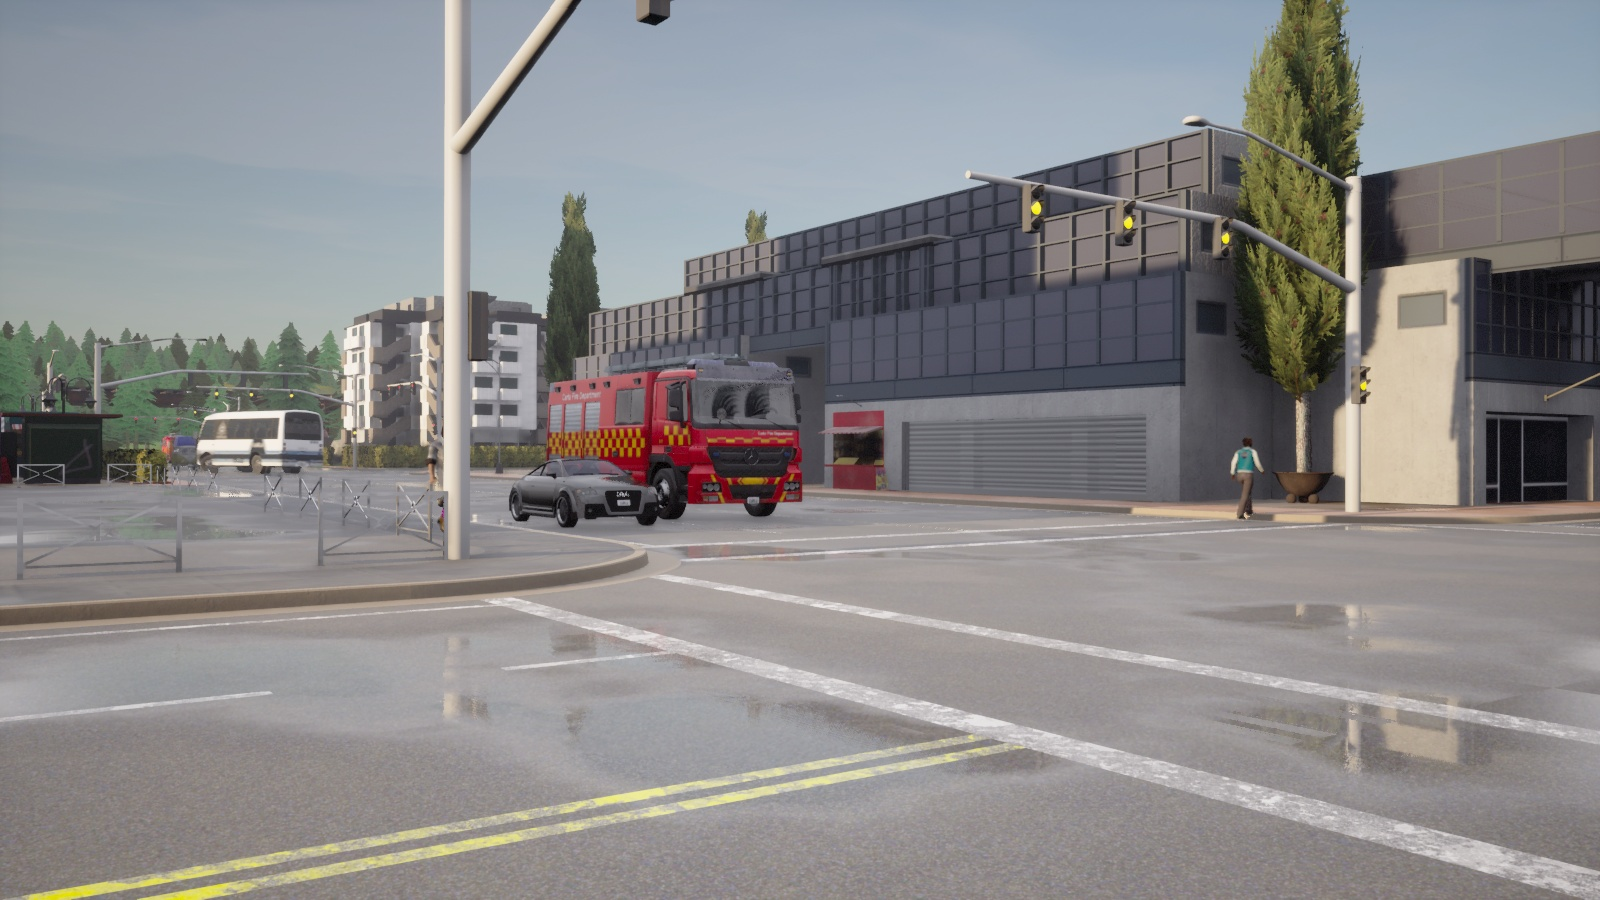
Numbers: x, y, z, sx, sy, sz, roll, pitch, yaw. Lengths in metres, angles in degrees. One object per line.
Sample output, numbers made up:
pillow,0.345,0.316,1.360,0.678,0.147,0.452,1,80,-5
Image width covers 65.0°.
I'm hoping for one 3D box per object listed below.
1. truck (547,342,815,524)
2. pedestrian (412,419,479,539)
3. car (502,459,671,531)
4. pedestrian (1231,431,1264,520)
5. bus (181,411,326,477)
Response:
truck,-3.203,-0.338,30.756,2.891,3.827,8.468,0,0,-33
pedestrian,-5.909,0.467,20.935,0.873,1.952,0.659,0,0,35
car,-4.588,0.883,26.522,1.994,1.385,4.181,0,0,-34
pedestrian,9.852,0.551,27.633,0.692,1.930,0.396,0,0,-41
bus,-37.458,-0.342,85.911,10.273,4.253,3.944,0,-2,33
